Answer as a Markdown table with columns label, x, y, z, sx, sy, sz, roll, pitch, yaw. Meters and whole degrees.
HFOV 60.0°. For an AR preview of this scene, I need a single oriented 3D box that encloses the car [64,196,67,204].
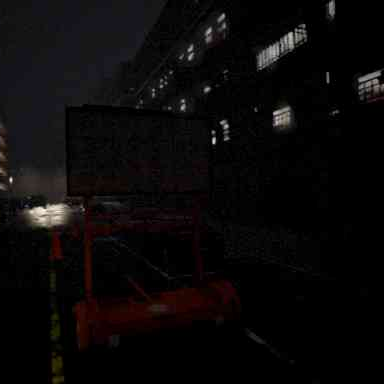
| label | x | y | z | sx | sy | sz | roll | pitch | yaw |
| --- | --- | --- | --- | --- | --- | --- | --- | --- | --- |
| car | -20.387 | 1.720 | 57.130 | 1.887 | 1.381 | 4.507 | 0 | 0 | -23 |

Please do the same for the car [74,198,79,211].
| label | x | y | z | sx | sy | sz | roll | pitch | yaw |
| --- | --- | --- | --- | --- | --- | --- | --- | --- | --- |
| car | -11.574 | 1.609 | 36.840 | 2.008 | 1.369 | 4.403 | 0 | 0 | -23 |

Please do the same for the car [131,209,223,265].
| label | x | y | z | sx | sy | sz | roll | pitch | yaw |
| --- | --- | --- | --- | --- | --- | --- | --- | --- | --- |
| car | -0.555 | 1.491 | 11.476 | 1.887 | 1.381 | 4.507 | 0 | 0 | -23 |

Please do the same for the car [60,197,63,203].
| label | x | y | z | sx | sy | sz | roll | pitch | yaw |
| --- | --- | --- | --- | --- | --- | --- | --- | --- | --- |
| car | -27.029 | 1.595 | 72.337 | 2.192 | 1.841 | 5.009 | 0 | 0 | -23 |

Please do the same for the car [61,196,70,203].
| label | x | y | z | sx | sy | sz | roll | pitch | yaw |
| --- | --- | --- | --- | --- | --- | --- | --- | --- | --- |
| car | -31.437 | 1.798 | 82.483 | 1.967 | 1.590 | 4.097 | 0 | 0 | -23 |

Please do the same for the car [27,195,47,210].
| label | x | y | z | sx | sy | sz | roll | pitch | yaw |
| --- | --- | --- | --- | --- | --- | --- | --- | --- | --- |
| car | -22.502 | 1.461 | 48.596 | 2.150 | 2.045 | 5.566 | -1 | 0 | -23 |

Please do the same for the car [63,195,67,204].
| label | x | y | z | sx | sy | sz | roll | pitch | yaw |
| --- | --- | --- | --- | --- | --- | --- | --- | --- | --- |
| car | -22.584 | 1.649 | 62.207 | 1.967 | 1.590 | 4.097 | 0 | 0 | -23 |

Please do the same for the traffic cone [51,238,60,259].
| label | x | y | z | sx | sy | sz | roll | pitch | yaw |
| --- | --- | --- | --- | --- | --- | --- | --- | --- | --- |
| traffic cone | -4.652 | 1.981 | 11.509 | 0.340 | 0.580 | 0.340 | -1 | 0 | -23 |

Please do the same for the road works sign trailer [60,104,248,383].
| label | x | y | z | sx | sy | sz | roll | pitch | yaw |
| --- | --- | --- | --- | --- | --- | --- | --- | --- | --- |
| road works sign trailer | -0.824 | 0.444 | 5.548 | 2.380 | 3.560 | 2.880 | -1 | 0 | -24 |

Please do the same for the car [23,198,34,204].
| label | x | y | z | sx | sy | sz | roll | pitch | yaw |
| --- | --- | --- | --- | --- | --- | --- | --- | --- | --- |
| car | -36.452 | 2.039 | 74.338 | 1.947 | 1.339 | 4.313 | 0 | -1 | -23 |

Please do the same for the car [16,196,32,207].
| label | x | y | z | sx | sy | sz | roll | pitch | yaw |
| --- | --- | --- | --- | --- | --- | --- | --- | --- | --- |
| car | -29.841 | 1.680 | 59.121 | 2.192 | 1.841 | 5.009 | 0 | 0 | -23 |

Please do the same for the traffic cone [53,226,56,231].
| label | x | y | z | sx | sy | sz | roll | pitch | yaw |
| --- | --- | --- | --- | --- | --- | --- | --- | --- | --- |
| traffic cone | -6.246 | 1.995 | 15.178 | 0.340 | 0.580 | 0.340 | -1 | 0 | -23 |

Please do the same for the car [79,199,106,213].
| label | x | y | z | sx | sy | sz | roll | pitch | yaw |
| --- | --- | --- | --- | --- | --- | --- | --- | --- | --- |
| car | -9.370 | 1.579 | 31.766 | 1.887 | 1.381 | 4.507 | 0 | 0 | -23 |

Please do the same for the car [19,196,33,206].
| label | x | y | z | sx | sy | sz | roll | pitch | yaw |
| --- | --- | --- | --- | --- | --- | --- | --- | --- | --- |
| car | -32.044 | 1.715 | 64.193 | 2.192 | 1.841 | 5.009 | 0 | 0 | -23 |

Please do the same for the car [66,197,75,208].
| label | x | y | z | sx | sy | sz | roll | pitch | yaw |
| --- | --- | --- | --- | --- | --- | --- | --- | --- | --- |
| car | -18.184 | 1.688 | 52.058 | 1.887 | 1.381 | 4.507 | 0 | 0 | -23 |

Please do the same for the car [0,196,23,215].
| label | x | y | z | sx | sy | sz | roll | pitch | yaw |
| --- | --- | --- | --- | --- | --- | --- | --- | --- | --- |
| car | -18.824 | 1.529 | 33.760 | 2.192 | 1.841 | 5.009 | 0 | 0 | -23 |

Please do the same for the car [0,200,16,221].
| label | x | y | z | sx | sy | sz | roll | pitch | yaw |
| --- | --- | --- | --- | --- | --- | --- | --- | --- | --- |
| car | -16.553 | 1.714 | 28.529 | 1.752 | 1.417 | 4.829 | 0 | 0 | -23 |

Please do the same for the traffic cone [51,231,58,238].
| label | x | y | z | sx | sy | sz | roll | pitch | yaw |
| --- | --- | --- | --- | --- | --- | --- | --- | --- | --- |
| traffic cone | -5.449 | 1.988 | 13.344 | 0.340 | 0.580 | 0.340 | -1 | 0 | -23 |

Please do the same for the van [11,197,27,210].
| label | x | y | z | sx | sy | sz | roll | pitch | yaw |
| --- | --- | --- | --- | --- | --- | --- | --- | --- | --- |
| van | -25.434 | 1.640 | 48.976 | 1.690 | 1.788 | 3.998 | 0 | 0 | -23 |

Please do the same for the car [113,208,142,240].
| label | x | y | z | sx | sy | sz | roll | pitch | yaw |
| --- | --- | --- | --- | --- | --- | --- | --- | --- | --- |
| car | -2.827 | 1.491 | 16.706 | 1.752 | 1.417 | 4.829 | 0 | 0 | -23 |

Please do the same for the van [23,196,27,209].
| label | x | y | z | sx | sy | sz | roll | pitch | yaw |
| --- | --- | --- | --- | --- | --- | --- | --- | --- | --- |
| van | -23.230 | 1.609 | 43.902 | 1.690 | 1.788 | 3.998 | 0 | 0 | -23 |
